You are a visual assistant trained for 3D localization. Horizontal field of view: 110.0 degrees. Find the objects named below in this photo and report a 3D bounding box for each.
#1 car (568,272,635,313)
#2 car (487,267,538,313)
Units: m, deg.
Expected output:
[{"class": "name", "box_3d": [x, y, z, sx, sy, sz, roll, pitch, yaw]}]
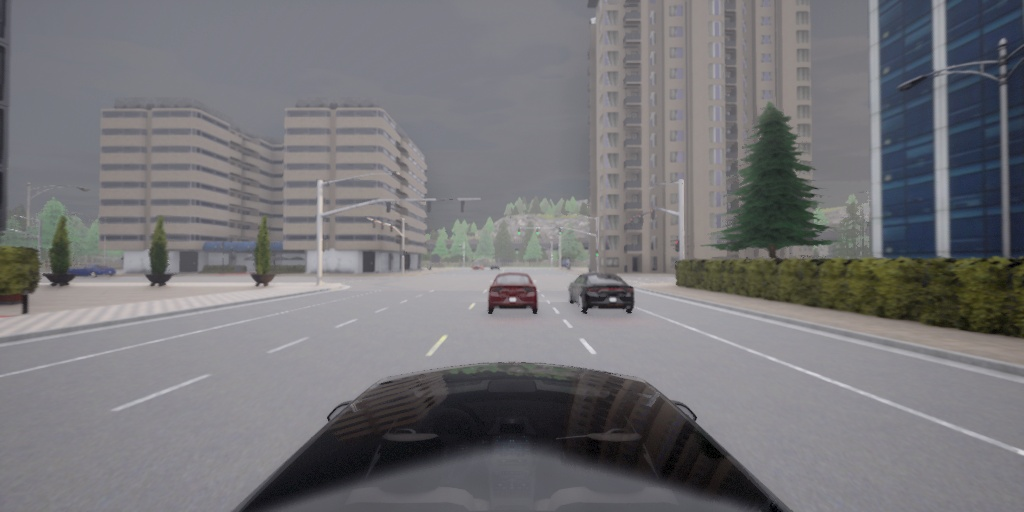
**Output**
[{"class": "car", "box_3d": [3.552, 1.414, 15.010, 1.882, 1.535, 5.008, 0, -1, 1]}, {"class": "car", "box_3d": [0.052, 1.414, 15.016, 1.882, 1.535, 5.008, 0, -1, 1]}]
